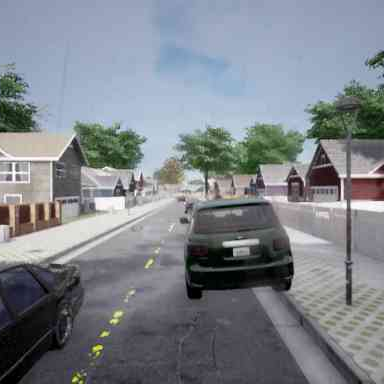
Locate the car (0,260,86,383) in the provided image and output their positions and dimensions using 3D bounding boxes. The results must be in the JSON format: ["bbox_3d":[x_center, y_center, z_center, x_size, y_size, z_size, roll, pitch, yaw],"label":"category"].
[{"bbox_3d":[-2.741,1.554,3.500,2.033,1.411,5.357,0,0,0],"label":"car"}]

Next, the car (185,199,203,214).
[{"bbox_3d":[0.183,1.538,36.177,1.837,1.490,4.892,0,0,0],"label":"car"}]

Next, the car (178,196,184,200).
[{"bbox_3d":[-2.497,1.589,80.295,2.033,1.411,5.357,0,0,0],"label":"car"}]

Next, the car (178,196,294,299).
[{"bbox_3d":[0.900,1.162,8.618,2.150,2.045,5.566,-5,0,0],"label":"car"}]
